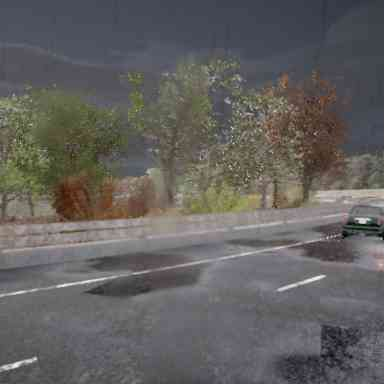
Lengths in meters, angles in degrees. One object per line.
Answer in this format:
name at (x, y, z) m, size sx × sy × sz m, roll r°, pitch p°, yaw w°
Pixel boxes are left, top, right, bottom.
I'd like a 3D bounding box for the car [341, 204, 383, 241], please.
car at (9.365, 1.390, 16.753) m, size 4.553 × 1.767 × 2.097 m, roll 0°, pitch 0°, yaw -44°
